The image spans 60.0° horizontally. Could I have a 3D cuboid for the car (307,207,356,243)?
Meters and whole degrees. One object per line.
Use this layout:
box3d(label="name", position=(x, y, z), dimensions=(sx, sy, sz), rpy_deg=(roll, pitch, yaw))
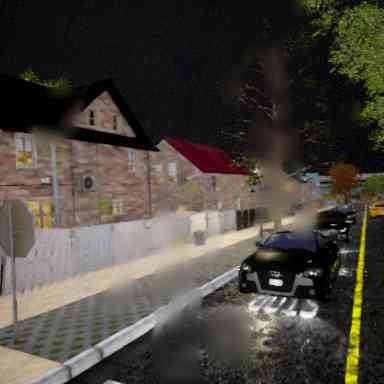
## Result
box3d(label="car", position=(7.397, 1.757, 17.613), dimensions=(1.837, 1.490, 4.892), rpy_deg=(-2, -2, 28))

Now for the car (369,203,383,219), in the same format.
box3d(label="car", position=(18.942, 1.821, 33.325), dimensions=(1.882, 1.535, 5.008), rpy_deg=(-2, -2, 28))

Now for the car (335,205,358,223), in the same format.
box3d(label="car", position=(12.353, 1.849, 27.006), dimensions=(2.128, 1.511, 4.902), rpy_deg=(-2, -2, 28))

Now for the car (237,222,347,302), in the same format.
box3d(label="car", position=(2.711, 1.723, 8.718), dimensions=(1.994, 1.385, 4.181), rpy_deg=(-2, -2, 29))

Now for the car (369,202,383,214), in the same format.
box3d(label="car", position=(24.166, 2.070, 43.294), dimensions=(1.895, 1.301, 4.718), rpy_deg=(-2, -2, 28))
